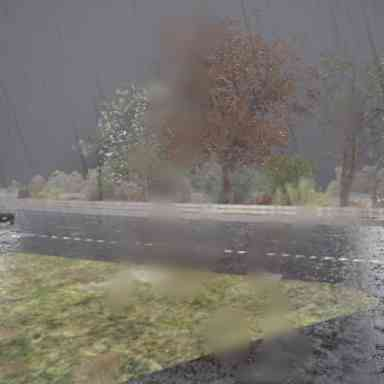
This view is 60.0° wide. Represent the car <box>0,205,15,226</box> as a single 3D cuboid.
[{"bbox_3d":[-13.578,1.322,21.699,5.008,1.535,1.882,1,0,32],"label":"car"}]
